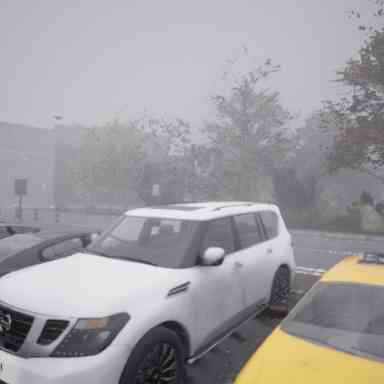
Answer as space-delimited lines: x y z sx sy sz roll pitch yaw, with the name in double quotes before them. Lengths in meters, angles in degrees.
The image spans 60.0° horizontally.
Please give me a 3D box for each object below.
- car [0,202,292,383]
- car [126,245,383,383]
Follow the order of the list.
"car" -0.170 1.218 5.237 2.435 2.045 5.566 0 0 36
"car" 1.996 1.476 3.494 1.946 1.575 5.366 0 0 36
